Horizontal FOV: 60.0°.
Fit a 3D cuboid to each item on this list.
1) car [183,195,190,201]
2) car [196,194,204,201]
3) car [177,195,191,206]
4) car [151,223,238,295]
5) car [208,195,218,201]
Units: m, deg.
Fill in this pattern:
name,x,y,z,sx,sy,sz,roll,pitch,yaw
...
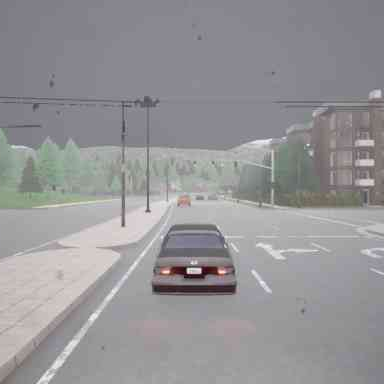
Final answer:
name,x,y,z,sx,sy,sz,roll,pitch,yaw
car,-1.431,1.523,85.413,1.812,1.442,4.674,0,0,0
car,2.069,1.477,85.448,1.882,1.535,5.008,0,0,0
car,-1.300,1.352,54.588,2.097,1.767,4.553,0,0,-1
car,0.052,1.547,8.841,2.033,1.411,5.357,0,0,0
car,5.569,1.539,85.452,2.033,1.411,5.357,0,0,0
